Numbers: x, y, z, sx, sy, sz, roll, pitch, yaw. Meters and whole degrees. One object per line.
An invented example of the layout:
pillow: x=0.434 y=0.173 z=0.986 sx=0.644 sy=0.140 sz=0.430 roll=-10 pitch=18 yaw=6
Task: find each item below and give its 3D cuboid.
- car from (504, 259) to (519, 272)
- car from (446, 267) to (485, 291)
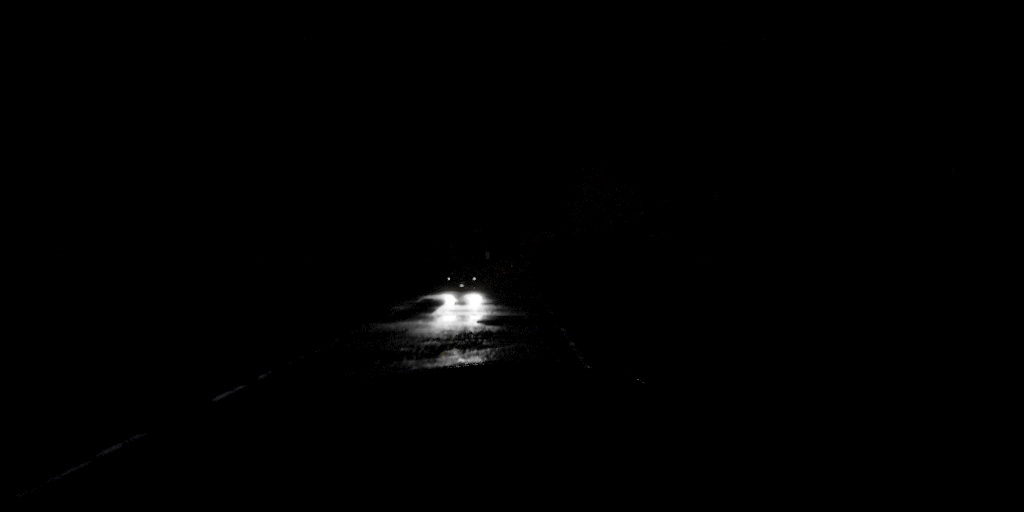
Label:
car: x=-0.019 y=1.288 z=46.138 sx=2.033 sy=1.411 sz=5.357 roll=0 pitch=0 yaw=0
car: x=-2.793 y=1.345 z=22.176 sx=1.895 sy=1.301 sz=4.718 roll=0 pitch=0 yaw=1
